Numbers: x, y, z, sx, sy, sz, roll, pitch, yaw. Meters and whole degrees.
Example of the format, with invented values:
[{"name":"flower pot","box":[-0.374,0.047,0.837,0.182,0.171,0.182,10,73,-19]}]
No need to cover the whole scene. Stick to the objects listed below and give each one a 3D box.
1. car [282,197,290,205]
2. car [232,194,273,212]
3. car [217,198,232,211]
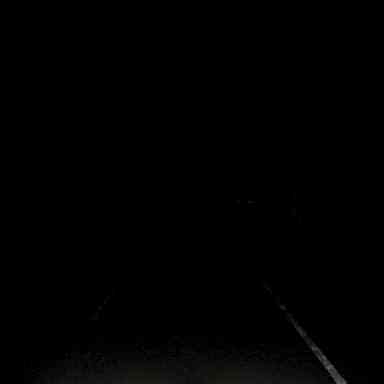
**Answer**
[{"name":"car","box":[14.715,1.496,56.757,4.674,1.442,1.812,0,0,-26]},{"name":"car","box":[7.289,1.201,38.498,2.150,2.045,5.566,0,0,39]},{"name":"car","box":[5.073,1.456,41.086,1.882,1.535,5.008,0,0,40]}]
